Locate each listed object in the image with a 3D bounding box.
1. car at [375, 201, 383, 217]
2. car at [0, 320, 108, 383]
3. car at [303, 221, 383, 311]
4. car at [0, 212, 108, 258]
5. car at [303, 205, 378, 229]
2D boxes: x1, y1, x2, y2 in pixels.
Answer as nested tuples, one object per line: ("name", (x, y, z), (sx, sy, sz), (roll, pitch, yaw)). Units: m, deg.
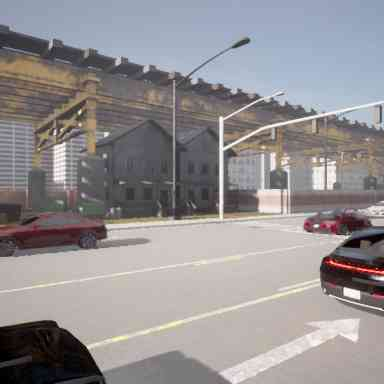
("car", (16.952, 1.525, 28.921), (4.674, 1.442, 1.812), (0, 0, -35))
("car", (-2.791, 1.601, 1.758), (4.718, 1.301, 1.895), (0, 0, -35))
("car", (4.741, 1.505, 7.147), (4.892, 1.490, 1.837), (0, 0, -35))
("car", (-5.600, 1.526, 12.874), (4.674, 1.442, 1.812), (0, 0, -36))
("car", (8.021, 1.564, 18.277), (4.181, 1.385, 1.994), (0, 0, -35))
